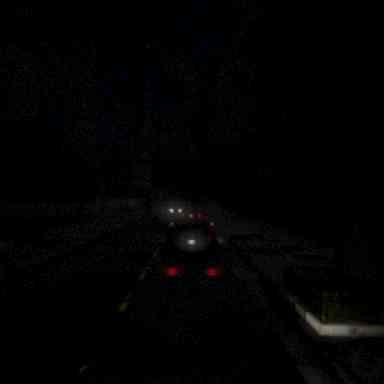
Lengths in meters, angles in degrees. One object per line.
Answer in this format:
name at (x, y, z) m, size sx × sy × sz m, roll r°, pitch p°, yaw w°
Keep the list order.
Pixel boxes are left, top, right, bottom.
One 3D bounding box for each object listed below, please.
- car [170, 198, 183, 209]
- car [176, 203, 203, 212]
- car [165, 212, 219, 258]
car at (-2.854, 2.125, 61.557) m, size 2.150 × 2.045 × 5.566 m, roll 0°, pitch -1°, yaw 0°
car at (-0.034, 1.883, 27.562) m, size 2.033 × 1.411 × 5.357 m, roll 0°, pitch -1°, yaw 0°
car at (0.002, 1.726, 13.539) m, size 1.994 × 1.385 × 4.181 m, roll 0°, pitch -1°, yaw 0°
